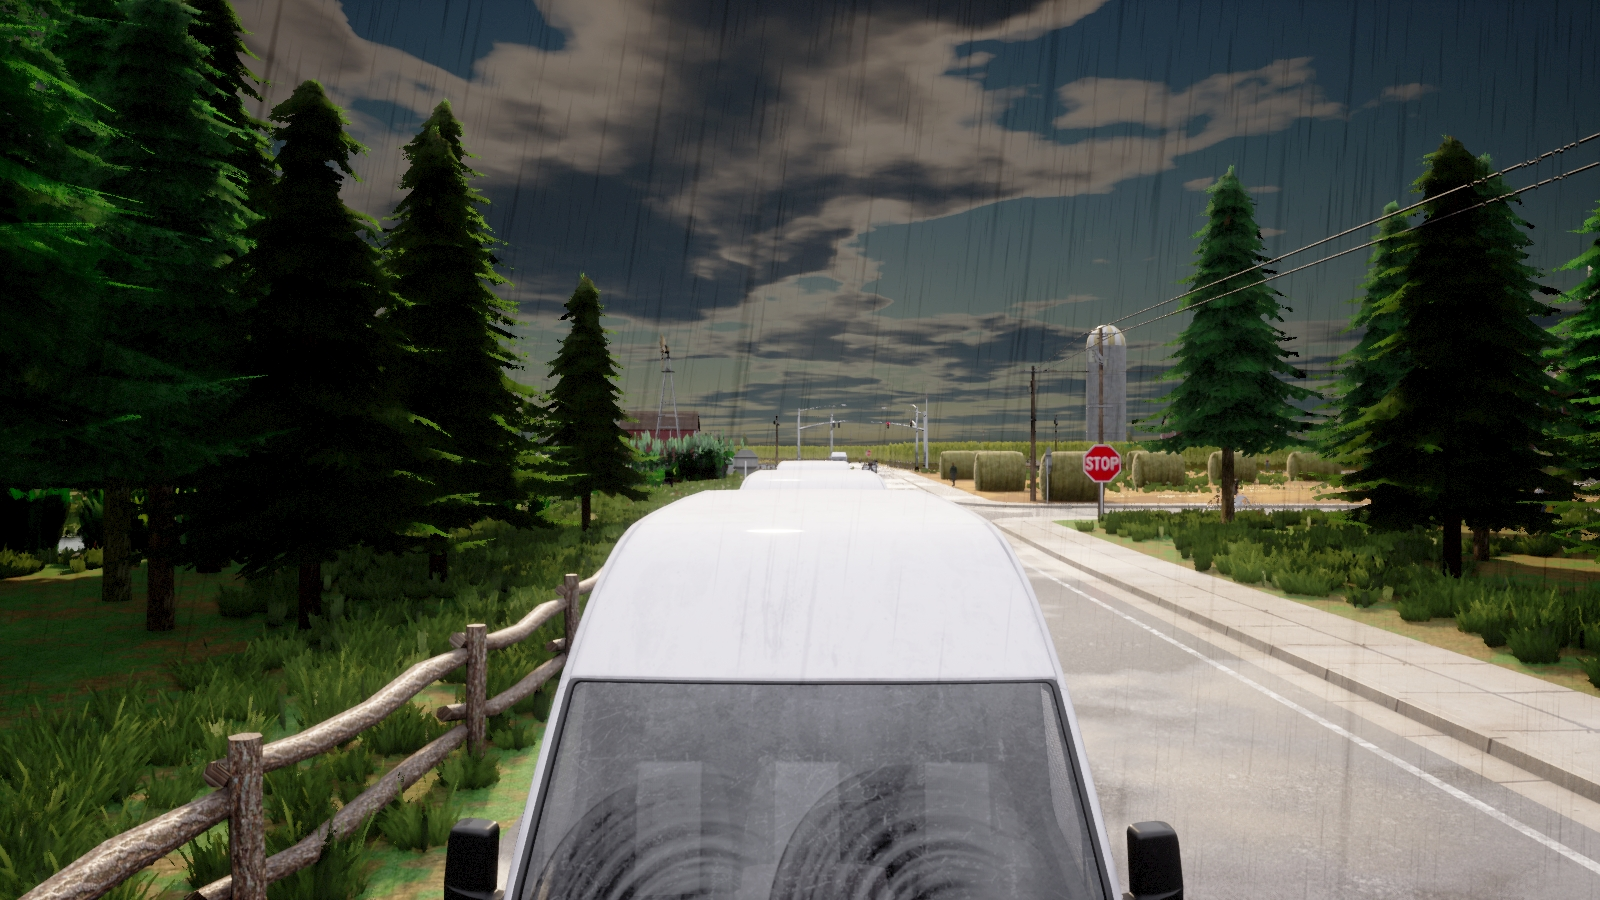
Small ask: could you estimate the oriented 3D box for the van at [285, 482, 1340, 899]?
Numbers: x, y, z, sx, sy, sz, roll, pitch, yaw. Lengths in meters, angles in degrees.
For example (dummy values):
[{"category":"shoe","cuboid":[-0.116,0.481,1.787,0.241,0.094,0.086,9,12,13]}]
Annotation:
[{"category":"van","cuboid":[0.056,1.508,5.110,1.988,2.561,5.915,0,0,1]}]
